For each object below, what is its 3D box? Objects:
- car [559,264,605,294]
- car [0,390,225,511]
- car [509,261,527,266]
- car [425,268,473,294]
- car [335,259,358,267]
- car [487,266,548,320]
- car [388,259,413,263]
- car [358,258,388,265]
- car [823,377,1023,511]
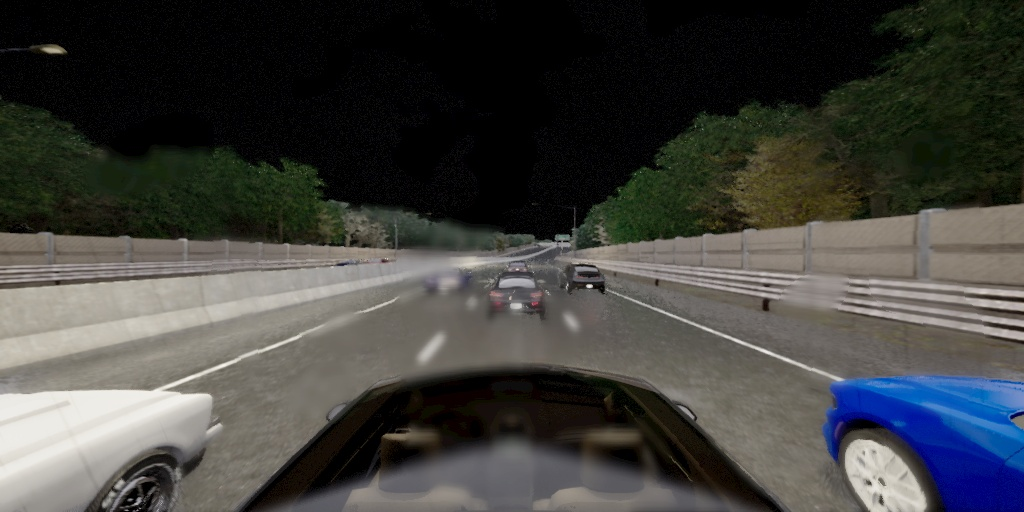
[{"bbox_3d":[3.761,1.188,19.629,1.837,1.490,4.892,0,0,1],"label":"car"},{"bbox_3d":[-3.393,1.350,0.890,1.895,1.301,4.718,0,0,0],"label":"car"},{"bbox_3d":[0.505,1.161,31.647,2.033,1.411,5.357,0,0,1],"label":"car"},{"bbox_3d":[-3.246,1.281,19.455,1.895,1.301,4.718,0,0,1],"label":"car"},{"bbox_3d":[-20.245,1.088,45.315,2.033,1.411,5.357,0,0,2],"label":"car"},{"bbox_3d":[0.180,1.247,12.334,1.812,1.442,4.674,0,0,1],"label":"car"},{"bbox_3d":[-13.271,1.074,44.539,1.812,1.442,4.674,0,0,2],"label":"car"},{"bbox_3d":[-16.765,1.023,44.683,1.882,1.535,5.008,0,0,2],"label":"car"},{"bbox_3d":[3.612,1.229,0.999,1.882,1.535,5.008,0,0,0],"label":"car"}]
